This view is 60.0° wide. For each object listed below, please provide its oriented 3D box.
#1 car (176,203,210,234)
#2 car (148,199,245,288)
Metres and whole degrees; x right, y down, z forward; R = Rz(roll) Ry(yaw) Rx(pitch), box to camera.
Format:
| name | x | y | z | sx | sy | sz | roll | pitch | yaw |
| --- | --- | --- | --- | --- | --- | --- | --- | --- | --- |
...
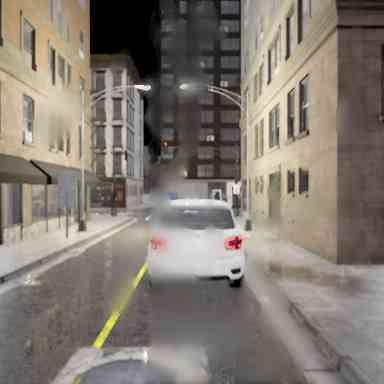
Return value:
| name | x | y | z | sx | sy | sz | roll | pitch | yaw |
| --- | --- | --- | --- | --- | --- | --- | --- | --- | --- |
| car | 0.060 | 1.481 | 19.660 | 1.812 | 1.442 | 4.674 | 0 | 0 | 0 |
| car | 0.089 | 1.200 | 9.337 | 2.150 | 2.045 | 5.566 | 0 | 0 | 0 |
